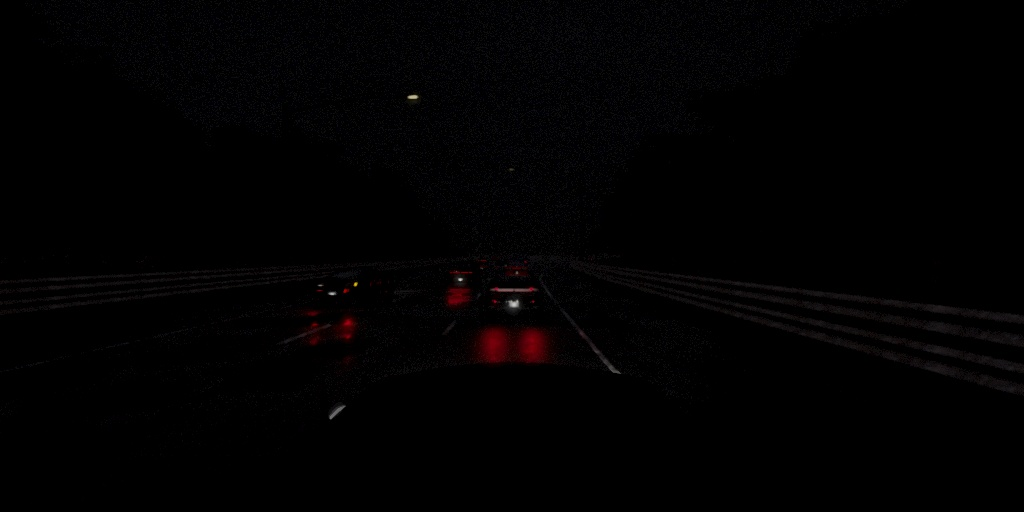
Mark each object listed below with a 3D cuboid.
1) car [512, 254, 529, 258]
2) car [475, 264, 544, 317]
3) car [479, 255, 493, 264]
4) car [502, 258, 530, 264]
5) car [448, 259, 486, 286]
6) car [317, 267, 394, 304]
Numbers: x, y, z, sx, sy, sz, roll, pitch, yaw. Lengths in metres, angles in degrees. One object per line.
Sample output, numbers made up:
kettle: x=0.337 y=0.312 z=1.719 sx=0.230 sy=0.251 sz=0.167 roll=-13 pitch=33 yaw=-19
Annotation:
car: x=0.923 y=0.799 z=43.361 sx=2.150 sy=2.045 sz=5.566 roll=0 pitch=0 yaw=2
car: x=0.091 y=1.207 z=12.915 sx=2.128 sy=1.511 sz=4.902 roll=0 pitch=0 yaw=1
car: x=-5.079 y=0.943 z=64.975 sx=1.837 sy=1.490 sz=4.892 roll=0 pitch=0 yaw=2
car: x=0.417 y=1.133 z=28.948 sx=1.882 sy=1.535 sz=5.008 roll=0 pitch=0 yaw=1
car: x=-3.129 y=1.177 z=24.618 sx=1.837 sy=1.490 sz=4.892 roll=0 pitch=0 yaw=2
car: x=-6.799 y=1.228 z=15.964 sx=1.812 sy=1.442 sz=4.674 roll=0 pitch=0 yaw=1
